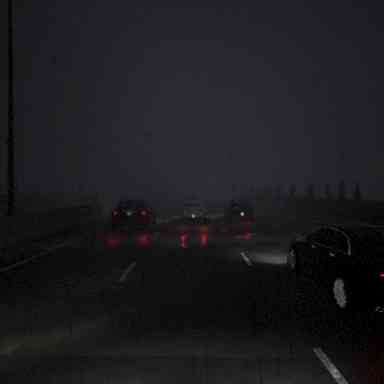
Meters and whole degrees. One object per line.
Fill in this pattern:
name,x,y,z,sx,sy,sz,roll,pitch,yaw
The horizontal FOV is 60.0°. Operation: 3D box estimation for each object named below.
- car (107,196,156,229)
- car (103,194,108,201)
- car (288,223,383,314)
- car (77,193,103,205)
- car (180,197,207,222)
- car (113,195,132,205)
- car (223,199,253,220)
car,-3.403,1.191,20.144,2.097,1.767,4.553,0,0,0
car,-17.511,1.007,63.752,1.882,1.535,5.008,0,0,0
car,3.599,1.445,7.426,1.837,1.490,4.892,0,0,0
car,-14.066,1.146,45.409,1.837,1.490,4.892,0,0,0
car,0.098,1.334,24.031,1.812,1.442,4.674,0,1,0
car,-10.542,1.200,50.530,1.895,1.301,4.718,0,0,0
car,3.595,1.297,26.170,1.837,1.490,4.892,0,0,0
